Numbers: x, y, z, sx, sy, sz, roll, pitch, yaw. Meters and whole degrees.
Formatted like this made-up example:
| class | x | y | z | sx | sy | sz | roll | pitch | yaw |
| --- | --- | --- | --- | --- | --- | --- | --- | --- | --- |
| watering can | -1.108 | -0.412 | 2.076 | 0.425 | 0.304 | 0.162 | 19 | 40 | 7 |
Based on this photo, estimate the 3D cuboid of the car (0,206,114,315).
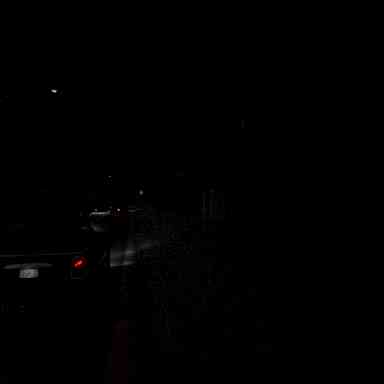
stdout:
| class | x | y | z | sx | sy | sz | roll | pitch | yaw |
| --- | --- | --- | --- | --- | --- | --- | --- | --- | --- |
| car | -3.068 | 1.379 | 7.621 | 2.097 | 1.767 | 4.553 | 0 | 0 | -10 |

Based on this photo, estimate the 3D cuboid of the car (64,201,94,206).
| class | x | y | z | sx | sy | sz | roll | pitch | yaw |
| --- | --- | --- | --- | --- | --- | --- | --- | --- | --- |
| car | -9.081 | 1.591 | 25.736 | 1.882 | 1.535 | 5.008 | 0 | 0 | -10 |

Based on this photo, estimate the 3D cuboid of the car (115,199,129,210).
| class | x | y | z | sx | sy | sz | roll | pitch | yaw |
| --- | --- | --- | --- | --- | --- | --- | --- | --- | --- |
| car | -10.089 | 1.790 | 48.303 | 1.895 | 1.301 | 4.718 | 0 | 0 | -10 |

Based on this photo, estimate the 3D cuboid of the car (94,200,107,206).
| class | x | y | z | sx | sy | sz | roll | pitch | yaw |
| --- | --- | --- | --- | --- | --- | --- | --- | --- | --- |
| car | -11.772 | 1.730 | 41.869 | 2.033 | 1.411 | 5.357 | 0 | 0 | -10 |

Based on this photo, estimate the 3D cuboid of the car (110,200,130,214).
| class | x | y | z | sx | sy | sz | roll | pitch | yaw |
| --- | --- | --- | --- | --- | --- | --- | --- | --- | --- |
| car | -8.258 | 1.647 | 37.995 | 1.837 | 1.490 | 4.892 | 0 | 0 | -9 |
